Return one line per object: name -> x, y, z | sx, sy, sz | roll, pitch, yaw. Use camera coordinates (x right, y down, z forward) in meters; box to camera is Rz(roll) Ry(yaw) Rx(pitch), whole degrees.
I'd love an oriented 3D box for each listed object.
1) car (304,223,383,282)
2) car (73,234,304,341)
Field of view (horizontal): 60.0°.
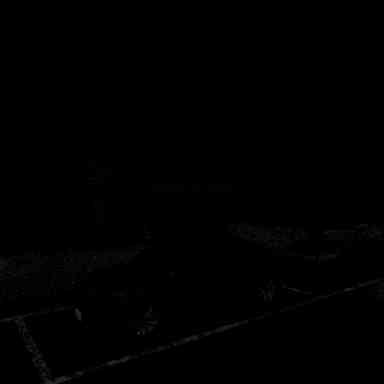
car -> 4.454, 1.582, 9.708 | 4.206, 1.307, 1.802 | 0, 0, -35
car -> -0.027, 1.566, 6.516 | 4.313, 1.339, 1.947 | 0, 0, -35
